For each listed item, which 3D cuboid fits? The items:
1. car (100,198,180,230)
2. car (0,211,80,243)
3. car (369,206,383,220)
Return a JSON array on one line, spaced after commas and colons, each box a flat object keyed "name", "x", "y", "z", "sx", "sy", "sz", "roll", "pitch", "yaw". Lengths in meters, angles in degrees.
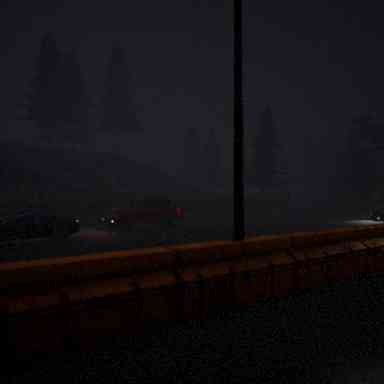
[{"name": "car", "x": -3.468, "y": 1.423, "z": 23.013, "sx": 5.566, "sy": 2.045, "sz": 2.150, "roll": 0, "pitch": -1, "yaw": -35}, {"name": "car", "x": -7.806, "y": 1.644, "z": 15.623, "sx": 4.902, "sy": 1.511, "sz": 2.128, "roll": 0, "pitch": -1, "yaw": -35}, {"name": "car", "x": 17.744, "y": 1.793, "z": 29.273, "sx": 5.357, "sy": 1.411, "sz": 2.033, "roll": 0, "pitch": -1, "yaw": -35}]
